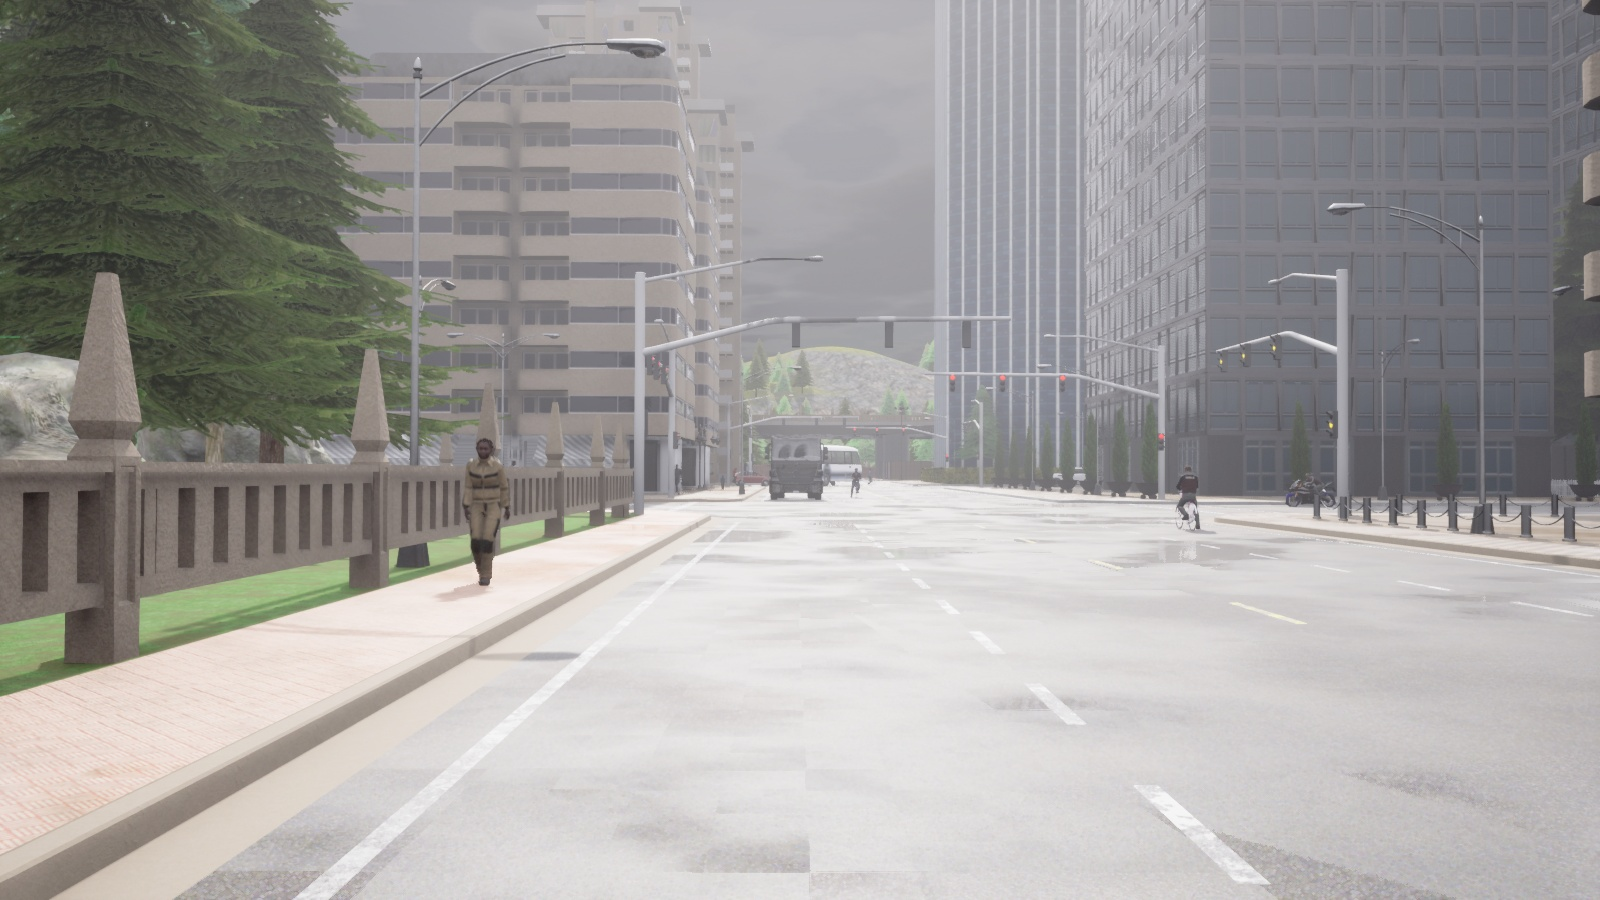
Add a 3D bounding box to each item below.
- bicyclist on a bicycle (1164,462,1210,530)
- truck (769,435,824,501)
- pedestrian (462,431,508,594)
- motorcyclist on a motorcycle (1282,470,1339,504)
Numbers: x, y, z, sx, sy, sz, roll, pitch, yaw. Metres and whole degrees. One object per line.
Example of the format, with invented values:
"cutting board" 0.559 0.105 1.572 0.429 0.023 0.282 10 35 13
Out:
"bicyclist on a bicycle" 10.403 1.210 33.844 0.659 1.776 1.843 0 -1 0
"truck" -0.204 1.010 70.268 2.891 3.462 7.936 0 -1 0
"pedestrian" -3.807 0.743 15.209 0.396 1.930 0.692 0 -1 -2
"motorcyclist on a motorcycle" 22.751 1.641 55.963 2.191 1.530 0.866 0 -1 0
